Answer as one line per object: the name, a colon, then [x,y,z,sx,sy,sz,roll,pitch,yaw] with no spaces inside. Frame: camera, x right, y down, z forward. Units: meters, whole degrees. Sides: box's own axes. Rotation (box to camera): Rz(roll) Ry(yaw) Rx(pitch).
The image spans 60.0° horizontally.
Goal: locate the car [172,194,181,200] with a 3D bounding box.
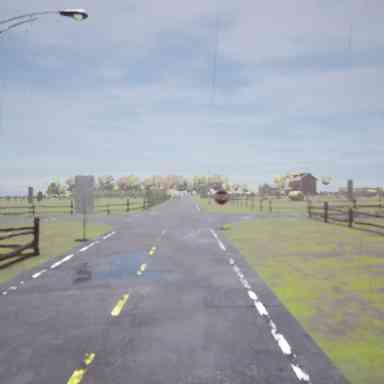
car: [-3.698,1.126,80.422,1.812,1.442,4.674,0,0,-1]
